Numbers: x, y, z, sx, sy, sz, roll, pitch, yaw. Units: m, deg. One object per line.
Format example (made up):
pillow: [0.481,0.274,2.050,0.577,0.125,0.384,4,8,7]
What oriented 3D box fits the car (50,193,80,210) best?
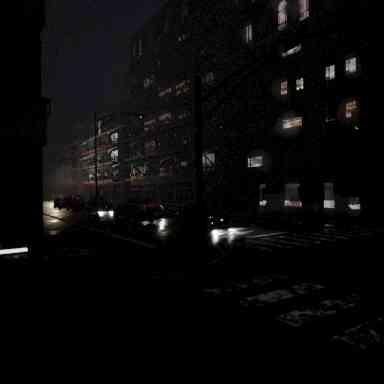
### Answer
car: [-15.755,1.313,41.123,1.967,1.590,4.097,-1,1,-35]

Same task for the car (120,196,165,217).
car: [-4.234,1.257,28.943,2.097,1.767,4.553,-1,1,-35]

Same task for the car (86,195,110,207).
car: [-13.746,1.267,48.322,1.837,1.490,4.892,-1,1,-34]

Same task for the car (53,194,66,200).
car: [-31.401,1.125,78.645,2.008,1.369,4.403,-1,1,-35]

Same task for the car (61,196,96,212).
car: [-12.533,1.449,36.443,2.008,1.369,4.403,-1,1,-35]

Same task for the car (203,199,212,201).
car: [0.894,1.360,31.893,1.887,1.381,4.507,-1,1,-35]

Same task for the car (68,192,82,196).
car: [-19.698,1.210,56.885,2.128,1.511,4.902,-1,1,-35]

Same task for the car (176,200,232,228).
car: [0.690,1.508,21.792,1.994,1.385,4.181,-1,1,-34]

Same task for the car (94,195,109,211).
car: [-10.436,1.421,37.962,1.994,1.385,4.181,-1,1,-35]

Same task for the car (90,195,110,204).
car: [-15.392,1.217,55.378,1.752,1.417,4.829,-1,1,-35]

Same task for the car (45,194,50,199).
car: [-34.719,1.076,83.466,1.752,1.417,4.829,-1,1,-35]

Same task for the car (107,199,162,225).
car: [-4.301,1.509,24.251,1.887,1.381,4.507,-1,1,-35]

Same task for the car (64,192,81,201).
car: [-24.961,0.936,69.280,2.192,1.841,5.009,-1,1,-35]

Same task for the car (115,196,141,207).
car: [-8.950,1.266,46.015,1.752,1.417,4.829,-1,1,-35]
